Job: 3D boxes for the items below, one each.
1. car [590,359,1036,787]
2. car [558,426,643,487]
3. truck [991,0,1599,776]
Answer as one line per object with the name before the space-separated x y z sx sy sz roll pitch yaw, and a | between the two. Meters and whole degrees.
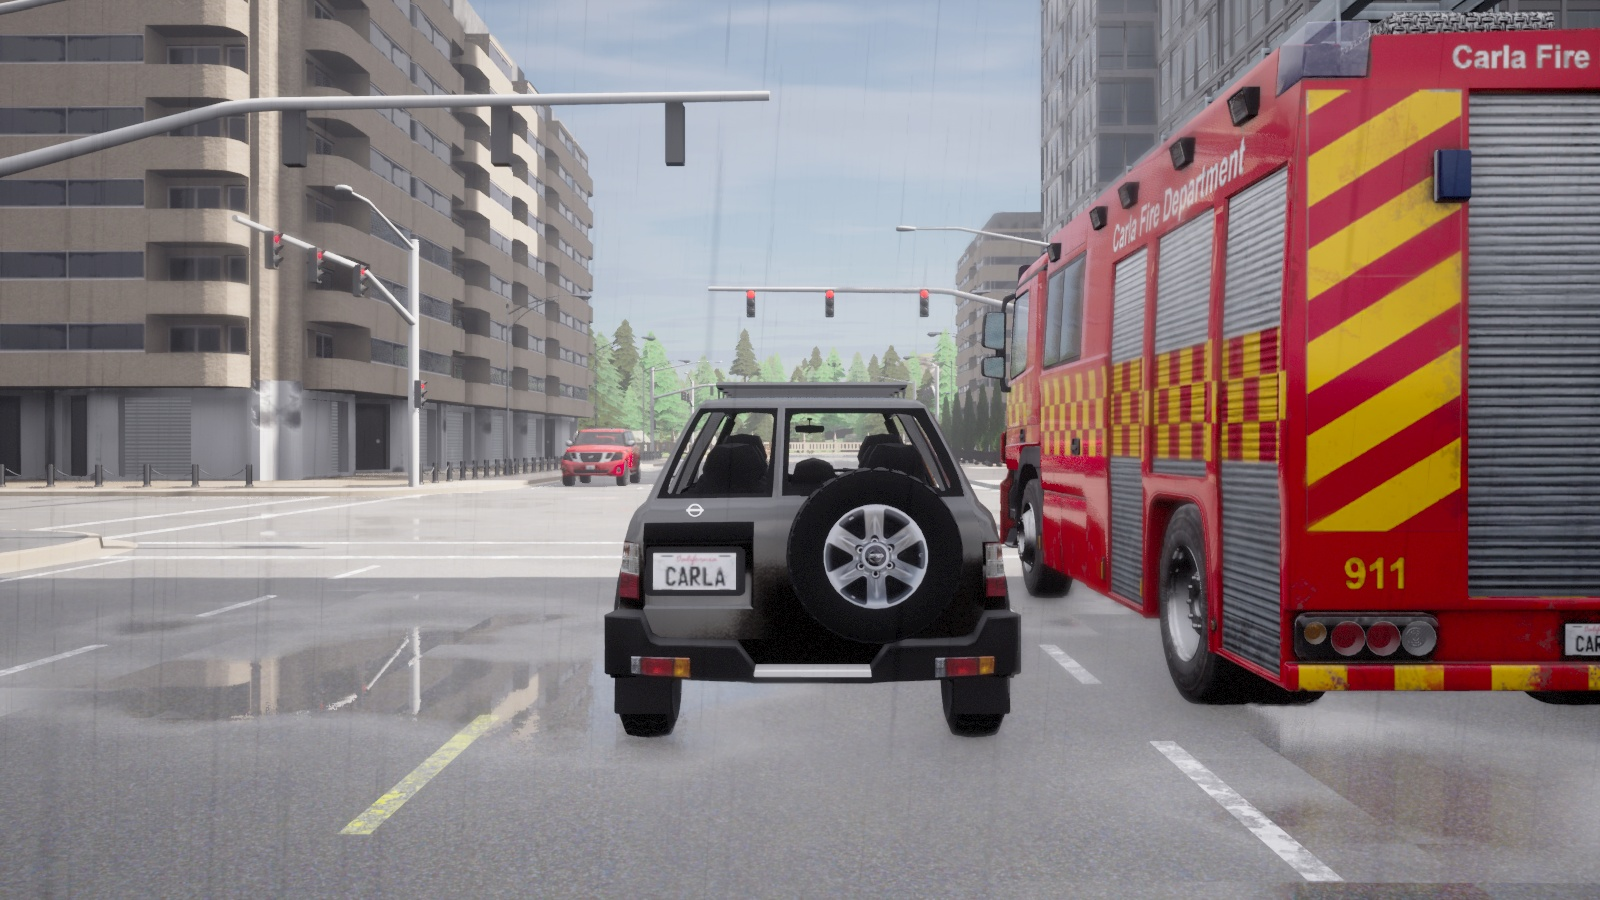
car | 0.061 0.520 7.741 1.932 1.855 4.605 0 0 0
car | -7.044 0.206 44.905 2.150 2.045 5.566 0 0 0
truck | 3.573 -0.471 9.880 2.891 3.827 8.468 0 0 0
